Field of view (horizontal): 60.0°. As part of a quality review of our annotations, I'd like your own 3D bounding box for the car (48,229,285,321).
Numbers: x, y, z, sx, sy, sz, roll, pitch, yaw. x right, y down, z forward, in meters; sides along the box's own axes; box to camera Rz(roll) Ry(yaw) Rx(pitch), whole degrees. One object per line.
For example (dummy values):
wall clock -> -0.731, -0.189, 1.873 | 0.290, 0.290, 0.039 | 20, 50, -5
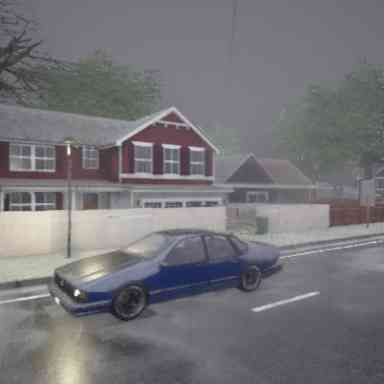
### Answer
car -> -0.237, 1.580, 7.510 | 5.357, 1.411, 2.033 | 1, 0, -36
